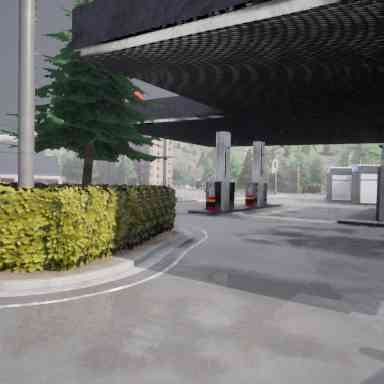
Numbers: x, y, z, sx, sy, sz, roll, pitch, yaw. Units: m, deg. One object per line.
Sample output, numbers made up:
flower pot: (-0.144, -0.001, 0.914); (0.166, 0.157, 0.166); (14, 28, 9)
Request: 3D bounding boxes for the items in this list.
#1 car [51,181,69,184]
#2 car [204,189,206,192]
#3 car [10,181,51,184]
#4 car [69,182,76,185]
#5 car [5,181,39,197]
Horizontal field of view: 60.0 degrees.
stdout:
car: (-26.777, -1.255, 65.446); (3.866, 1.878, 1.905); (2, 2, 35)
car: (4.886, -0.326, 65.595); (5.027, 1.636, 2.152); (2, 2, 35)
car: (-17.227, -0.176, 35.202); (3.866, 1.878, 1.905); (2, 2, 35)
car: (-25.440, -1.281, 68.058); (4.605, 1.855, 1.932); (2, 2, 35)
car: (-21.761, -0.462, 42.419); (4.605, 1.855, 1.932); (2, 2, 35)
